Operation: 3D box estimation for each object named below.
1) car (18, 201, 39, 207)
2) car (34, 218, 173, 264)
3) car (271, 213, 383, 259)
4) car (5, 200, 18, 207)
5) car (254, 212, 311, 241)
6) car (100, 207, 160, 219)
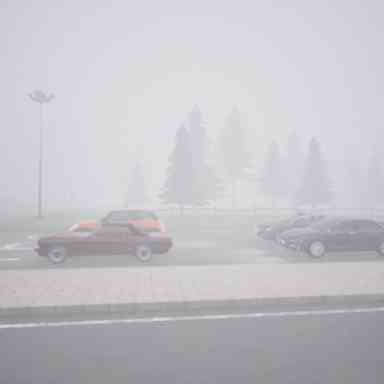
[{"bbox_3d":[-34.533,2.568,71.150,2.033,1.411,5.357,0,-1,-7],"label":"car"},{"bbox_3d":[-3.109,1.792,12.214,4.718,1.301,1.895,0,-1,-8],"label":"car"},{"bbox_3d":[6.002,1.759,13.461,4.892,1.490,1.837,0,-1,-8],"label":"car"},{"bbox_3d":[-38.007,2.529,70.721,1.812,1.442,4.674,0,-1,-7],"label":"car"},{"bbox_3d":[5.616,1.802,16.943,4.902,1.511,2.128,0,-1,-8],"label":"car"},{"bbox_3d":[-3.448,1.600,15.704,4.553,1.767,2.097,0,-1,-8],"label":"car"}]
